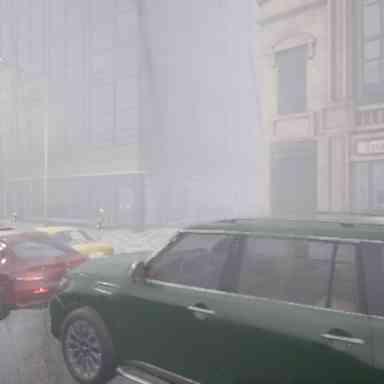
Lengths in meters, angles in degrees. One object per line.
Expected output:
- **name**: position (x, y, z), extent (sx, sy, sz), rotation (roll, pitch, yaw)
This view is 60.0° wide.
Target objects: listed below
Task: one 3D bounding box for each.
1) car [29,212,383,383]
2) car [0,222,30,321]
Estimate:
- **car**: position (0.764, 1.250, 3.714), extent (5.566, 2.045, 2.150), rotation (0, 0, 35)
- **car**: position (-4.030, 1.563, 7.284), extent (4.674, 1.442, 1.812), rotation (0, 0, 36)
